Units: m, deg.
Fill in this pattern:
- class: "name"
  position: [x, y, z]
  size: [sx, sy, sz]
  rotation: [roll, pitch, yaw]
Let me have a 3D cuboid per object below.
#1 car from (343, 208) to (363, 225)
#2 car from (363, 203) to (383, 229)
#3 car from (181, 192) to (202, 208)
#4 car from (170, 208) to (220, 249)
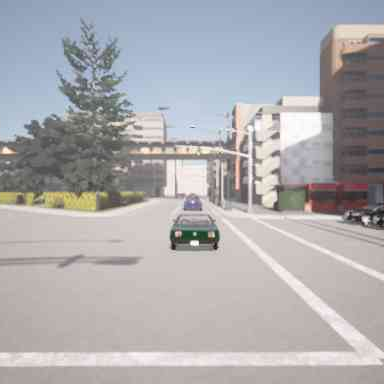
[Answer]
- class: "car"
  position: [13.166, 1.510, 23.191]
  size: [4.902, 1.511, 2.128]
  rotation: [1, 0, -1]
- class: "car"
  position: [13.268, 1.524, 19.691]
  size: [4.902, 1.511, 2.128]
  rotation: [0, 0, 0]
- class: "car"
  position: [0.092, 1.197, 39.840]
  size: [2.097, 1.767, 4.553]
  rotation: [0, 0, 0]
- class: "car"
  position: [0.103, 1.573, 14.401]
  size: [1.895, 1.301, 4.718]
  rotation: [0, 0, 0]
